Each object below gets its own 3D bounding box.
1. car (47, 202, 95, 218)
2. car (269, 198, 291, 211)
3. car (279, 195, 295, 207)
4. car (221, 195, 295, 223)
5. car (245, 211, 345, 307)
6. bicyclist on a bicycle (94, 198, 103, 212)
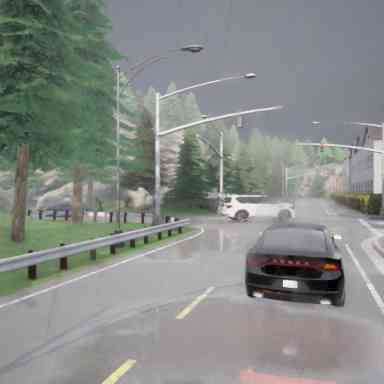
[{"bbox_3d":[-10.652,1.580,29.219,4.181,1.385,1.994,0,0,20],"label":"car"},{"bbox_3d":[11.087,1.491,41.551,2.128,1.511,4.902,0,0,20],"label":"car"},{"bbox_3d":[14.521,1.352,50.721,2.097,1.767,4.553,0,0,21],"label":"car"},{"bbox_3d":[4.999,1.228,25.315,5.566,2.045,2.150,0,1,-7],"label":"car"},{"bbox_3d":[2.603,1.478,8.205,1.882,1.535,5.008,0,0,20],"label":"car"},{"bbox_3d":[-10.275,1.416,36.595,0.582,1.620,1.656,-2,5,20],"label":"bicyclist on a bicycle"}]
